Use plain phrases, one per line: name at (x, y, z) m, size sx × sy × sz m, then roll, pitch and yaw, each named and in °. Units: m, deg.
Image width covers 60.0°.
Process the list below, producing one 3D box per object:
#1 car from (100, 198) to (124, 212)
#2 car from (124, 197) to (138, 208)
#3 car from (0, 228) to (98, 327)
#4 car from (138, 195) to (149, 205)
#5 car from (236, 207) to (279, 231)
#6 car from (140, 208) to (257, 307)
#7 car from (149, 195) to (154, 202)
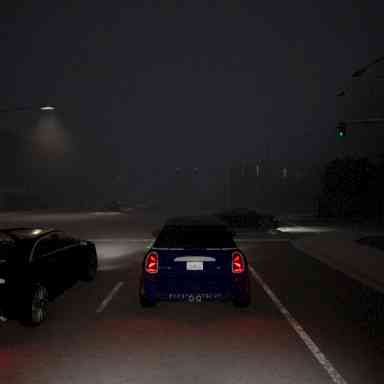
car at (-10.669, 1.857, 43.910) m, size 1.812 × 1.442 × 4.674 m, roll 0°, pitch 0°, yaw 0°
car at (-10.678, 1.740, 54.720) m, size 2.097 × 1.767 × 4.553 m, roll 0°, pitch 0°, yaw 0°
car at (-3.446, 1.503, 7.015) m, size 2.128 × 1.511 × 4.902 m, roll 0°, pitch 0°, yaw 0°
car at (-10.614, 1.742, 68.734) m, size 1.882 × 1.535 × 5.008 m, roll 0°, pitch 1°, yaw 0°
car at (3.215, 1.656, 20.715) m, size 4.181 × 1.385 × 1.994 m, roll 0°, pitch -1°, yaw 0°
car at (0.060, 1.364, 8.155) m, size 2.097 × 1.767 × 4.553 m, roll 0°, pitch 0°, yaw 0°
car at (-10.637, 1.468, 82.381) m, size 2.097 × 1.767 × 4.553 m, roll 0°, pitch 0°, yaw 0°
